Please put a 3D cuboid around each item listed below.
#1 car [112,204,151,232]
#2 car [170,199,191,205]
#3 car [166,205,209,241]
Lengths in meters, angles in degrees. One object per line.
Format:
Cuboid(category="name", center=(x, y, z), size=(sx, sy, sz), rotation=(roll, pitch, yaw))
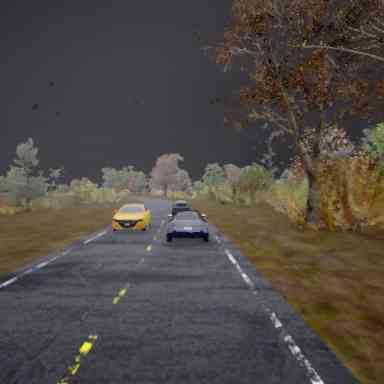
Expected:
Cuboid(category="car", center=(-3.584, 1.483, 20.408), size=(1.882, 1.535, 5.008), rotation=(0, 0, -3))
Cuboid(category="car", center=(-1.195, 1.513, 34.311), size=(1.837, 1.490, 4.892), rotation=(0, 0, -4))
Cuboid(category="car", center=(-0.245, 1.566, 16.595), size=(1.994, 1.385, 4.181), rotation=(0, 0, -2))
